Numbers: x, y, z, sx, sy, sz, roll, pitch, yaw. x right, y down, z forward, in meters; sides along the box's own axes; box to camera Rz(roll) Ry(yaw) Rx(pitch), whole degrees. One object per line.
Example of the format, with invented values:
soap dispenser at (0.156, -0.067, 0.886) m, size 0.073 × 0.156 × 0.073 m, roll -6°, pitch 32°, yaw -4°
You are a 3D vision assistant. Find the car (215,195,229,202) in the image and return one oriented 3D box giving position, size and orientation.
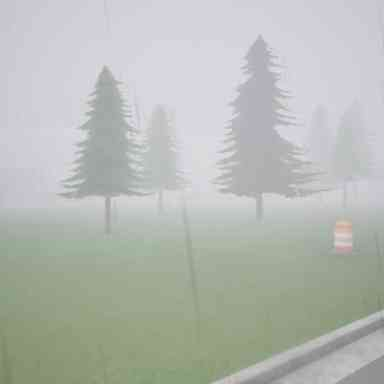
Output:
car at (6.761, 1.272, 67.034) m, size 4.902 × 1.511 × 2.128 m, roll 0°, pitch 0°, yaw -37°

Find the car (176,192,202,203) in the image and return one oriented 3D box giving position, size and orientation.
car at (-0.541, 1.027, 66.100) m, size 5.566 × 2.045 × 2.150 m, roll -1°, pitch 1°, yaw -36°

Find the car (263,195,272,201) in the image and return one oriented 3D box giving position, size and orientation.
car at (14.900, 1.226, 72.324) m, size 4.902 × 1.511 × 2.128 m, roll 0°, pitch 0°, yaw -15°
